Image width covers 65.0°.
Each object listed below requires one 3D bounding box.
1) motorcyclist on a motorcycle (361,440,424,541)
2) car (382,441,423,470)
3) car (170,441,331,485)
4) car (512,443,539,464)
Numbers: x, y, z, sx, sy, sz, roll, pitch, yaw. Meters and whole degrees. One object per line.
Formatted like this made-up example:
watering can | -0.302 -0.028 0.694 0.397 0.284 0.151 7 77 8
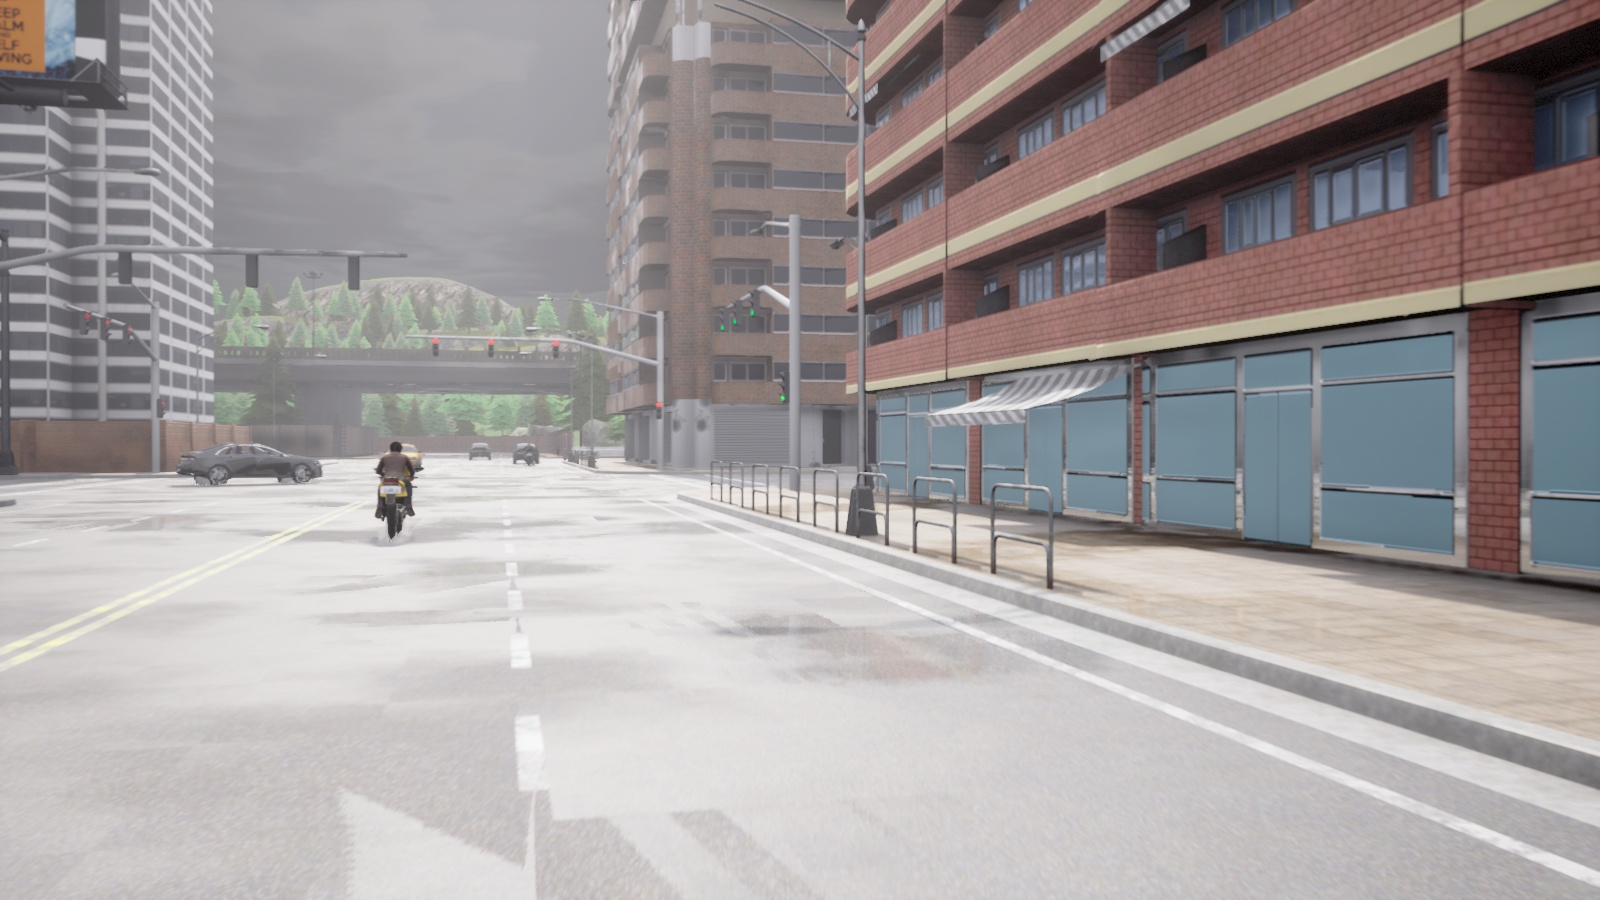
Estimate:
motorcyclist on a motorcycle | -6.475 0.611 20.031 0.797 1.523 2.044 0 0 -13
car | -21.857 0.279 69.149 1.801 1.575 5.366 0 0 -14
car | -19.789 0.431 45.378 4.902 1.511 2.128 0 1 -42
car | -20.032 0.220 91.552 1.837 1.490 4.892 0 0 -14
